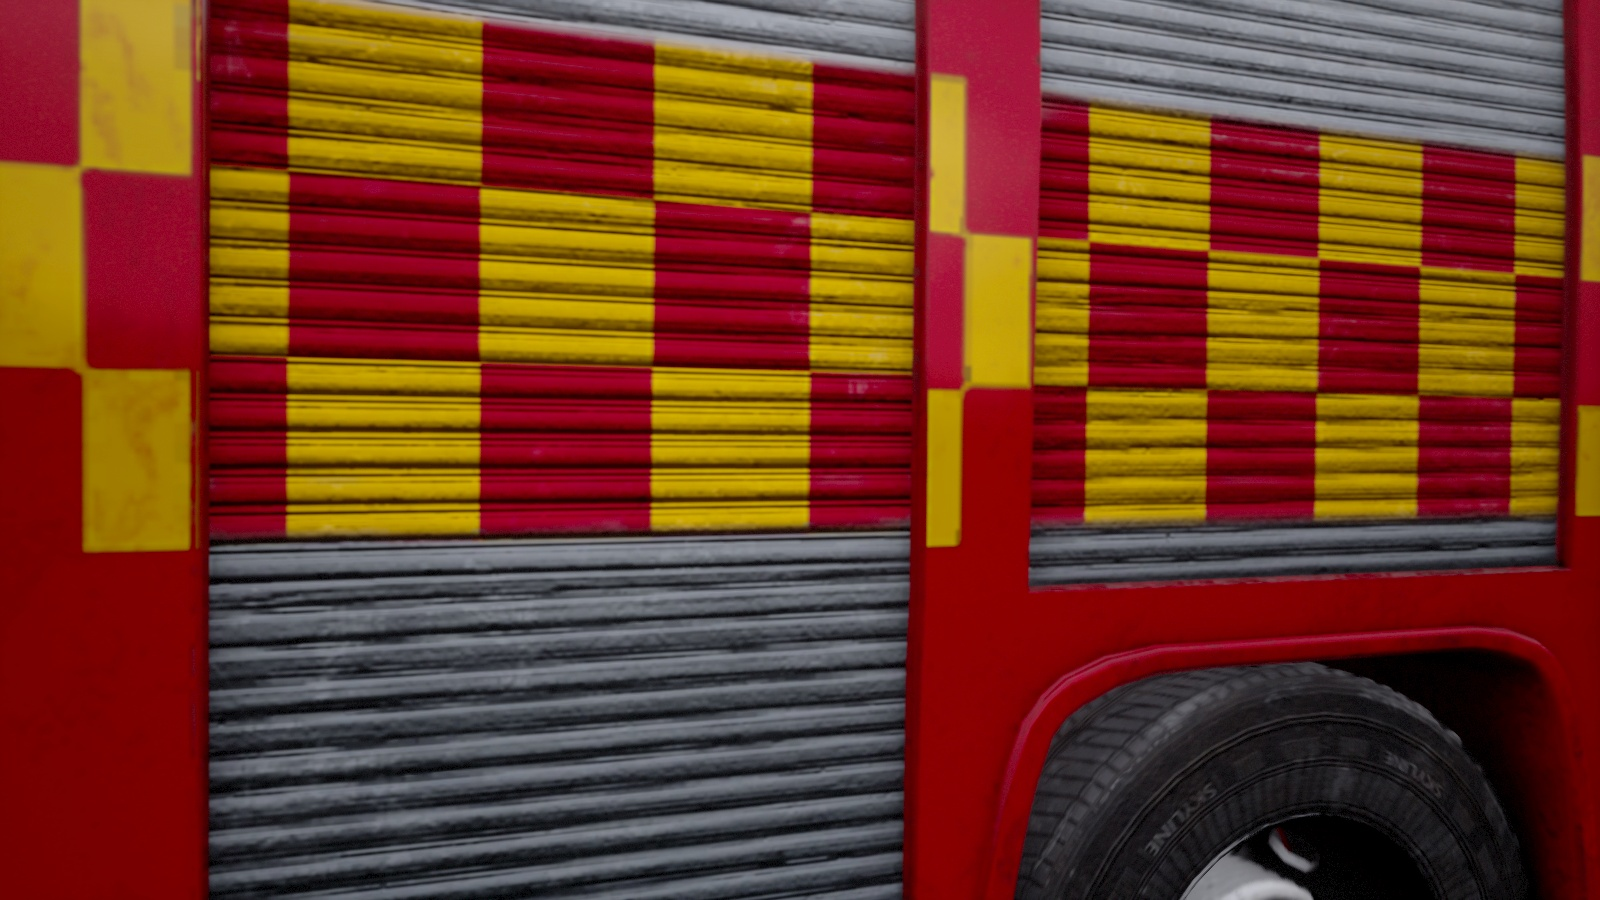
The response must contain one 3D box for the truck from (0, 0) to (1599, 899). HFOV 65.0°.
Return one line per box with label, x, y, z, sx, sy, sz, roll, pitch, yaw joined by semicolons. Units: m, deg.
truck;-2.136;-0.395;2.359;8.468;3.827;2.891;-1;1;-21
